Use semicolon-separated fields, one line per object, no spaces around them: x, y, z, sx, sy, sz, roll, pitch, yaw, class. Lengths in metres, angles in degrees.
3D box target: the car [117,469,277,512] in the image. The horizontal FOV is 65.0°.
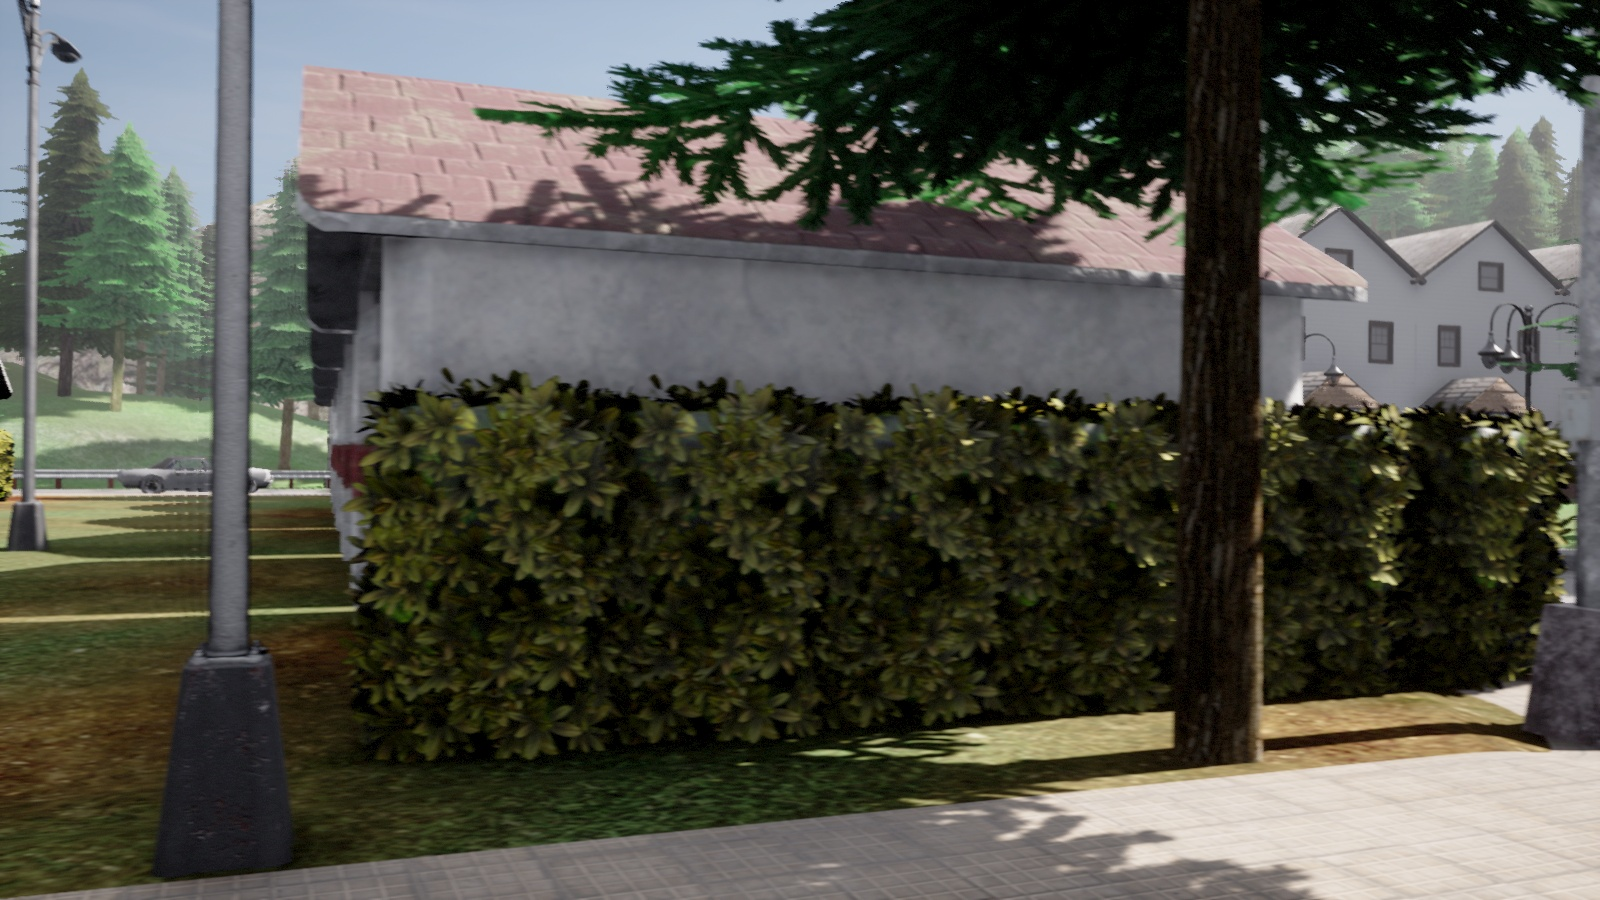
-20.401;1.349;42.709;4.718;1.301;1.895;-1;0;-20;car
